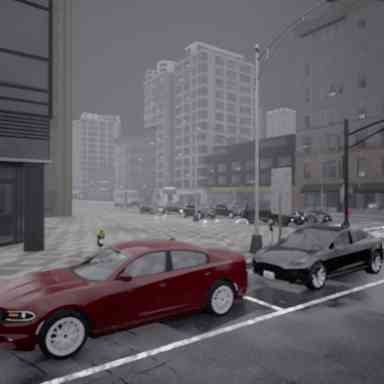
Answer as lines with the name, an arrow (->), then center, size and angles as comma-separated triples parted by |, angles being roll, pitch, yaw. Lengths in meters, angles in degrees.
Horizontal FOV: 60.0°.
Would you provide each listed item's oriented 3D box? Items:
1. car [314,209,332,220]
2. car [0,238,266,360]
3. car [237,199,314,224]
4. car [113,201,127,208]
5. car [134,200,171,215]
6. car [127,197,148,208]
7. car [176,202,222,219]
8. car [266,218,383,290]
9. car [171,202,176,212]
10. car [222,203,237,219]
car -> 9.651, 1.964, 28.169 | 1.994, 1.385, 4.181 | 0, -1, -36
car -> -0.979, 1.563, 5.953 | 4.507, 1.381, 1.887 | 0, -1, -35
car -> 6.599, 1.624, 26.858 | 2.150, 2.045, 5.566 | 0, -1, -35
car -> -14.318, 2.485, 68.033 | 2.033, 1.411, 5.357 | 0, -1, -35
car -> -5.287, 2.149, 43.681 | 2.128, 1.511, 4.902 | 0, -1, -35
car -> -10.779, 2.152, 68.654 | 2.150, 2.045, 5.566 | 0, -1, -35
car -> 0.650, 2.038, 35.275 | 1.837, 1.490, 4.892 | 0, -1, -35
car -> 3.617, 1.623, 9.228 | 4.313, 1.339, 1.947 | 0, -1, -35
car -> -1.789, 2.139, 44.361 | 2.128, 1.511, 4.902 | 0, -1, -35
car -> 3.934, 2.031, 36.253 | 1.837, 1.490, 4.892 | 0, -1, -36
